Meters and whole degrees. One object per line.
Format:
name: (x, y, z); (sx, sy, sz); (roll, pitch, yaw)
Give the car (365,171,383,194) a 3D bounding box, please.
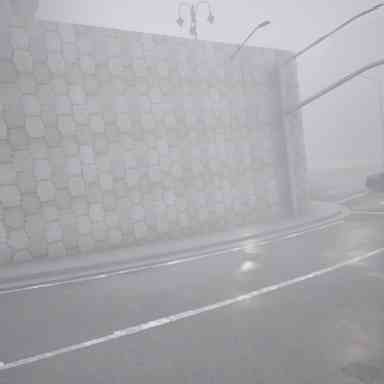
car: (13.787, -0.783, 21.432); (2.128, 1.511, 4.902); (-11, 6, -35)
